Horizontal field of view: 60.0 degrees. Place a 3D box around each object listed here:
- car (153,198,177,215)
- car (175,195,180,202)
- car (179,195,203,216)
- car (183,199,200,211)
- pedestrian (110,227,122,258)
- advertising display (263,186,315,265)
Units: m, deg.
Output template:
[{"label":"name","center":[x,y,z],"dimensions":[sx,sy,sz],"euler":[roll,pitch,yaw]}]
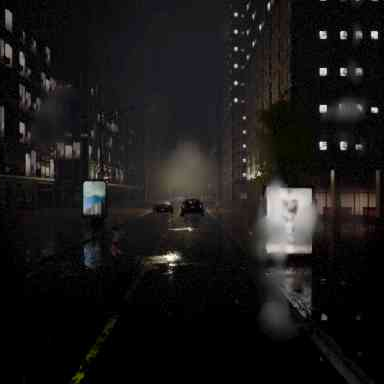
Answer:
[{"label":"car","center":[-2.899,1.603,34.700],"dimensions":[1.994,1.385,4.181],"euler":[0,0,0]},{"label":"car","center":[-2.860,1.443,75.049],"dimensions":[2.097,1.767,4.553],"euler":[0,0,0]},{"label":"car","center":[0.038,1.391,32.984],"dimensions":[2.097,1.767,4.553],"euler":[0,0,0]},{"label":"car","center":[-0.008,1.599,43.129],"dimensions":[2.033,1.411,5.357],"euler":[0,0,0]},{"label":"pedestrian","center":[-2.574,1.680,11.391],"dimensions":[0.500,1.100,0.500],"euler":[0,0,-2]},{"label":"advertising display","center":[2.997,1.030,10.345],"dimensions":[1.540,2.440,0.280],"euler":[0,0,0]}]
